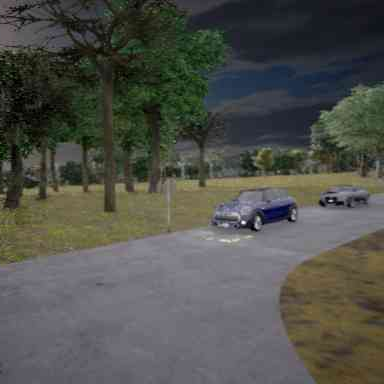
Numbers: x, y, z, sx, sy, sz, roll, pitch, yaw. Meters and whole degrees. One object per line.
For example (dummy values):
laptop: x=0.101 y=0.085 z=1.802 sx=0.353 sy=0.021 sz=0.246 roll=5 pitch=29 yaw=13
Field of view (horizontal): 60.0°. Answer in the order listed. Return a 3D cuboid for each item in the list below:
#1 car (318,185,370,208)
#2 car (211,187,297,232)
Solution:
car: x=10.111 y=0.233 z=22.063 sx=4.181 sy=1.385 sz=1.994 roll=-5 pitch=3 yaw=-42
car: x=2.907 y=0.641 z=15.201 sx=2.097 sy=1.767 sz=4.553 roll=0 pitch=4 yaw=45
